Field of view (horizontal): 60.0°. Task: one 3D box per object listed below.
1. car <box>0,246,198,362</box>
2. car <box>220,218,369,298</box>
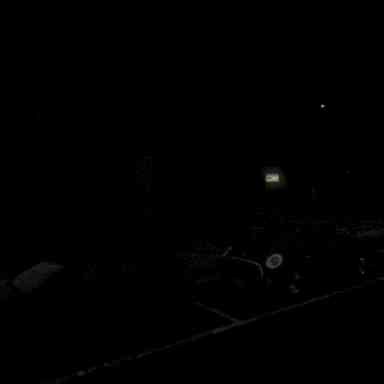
[{"bbox_3d":[-1.838,1.581,5.224,4.206,1.307,1.802,0,0,-35],"label":"car"},{"bbox_3d":[2.641,1.435,8.418,4.097,1.590,1.967,0,0,-35],"label":"car"}]
